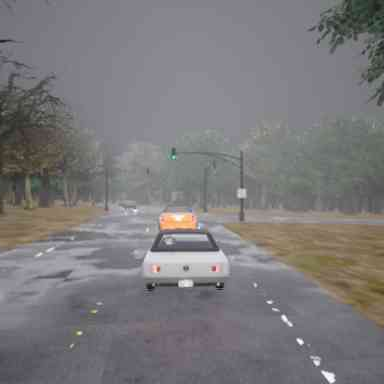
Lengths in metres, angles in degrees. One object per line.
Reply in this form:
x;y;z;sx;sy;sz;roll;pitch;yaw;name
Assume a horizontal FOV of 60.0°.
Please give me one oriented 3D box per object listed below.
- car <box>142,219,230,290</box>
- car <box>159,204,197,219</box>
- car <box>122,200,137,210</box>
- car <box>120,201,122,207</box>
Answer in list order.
-0.215;1.652;9.222;1.895;1.301;4.718;0;0;-2;car
-0.898;1.462;19.808;2.097;1.767;4.553;0;0;-4;car
-10.234;2.121;55.140;1.837;1.490;4.892;0;-1;-13;car
-12.371;2.333;63.910;1.812;1.442;4.674;0;-1;-14;car
